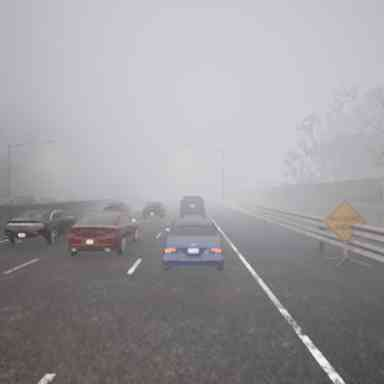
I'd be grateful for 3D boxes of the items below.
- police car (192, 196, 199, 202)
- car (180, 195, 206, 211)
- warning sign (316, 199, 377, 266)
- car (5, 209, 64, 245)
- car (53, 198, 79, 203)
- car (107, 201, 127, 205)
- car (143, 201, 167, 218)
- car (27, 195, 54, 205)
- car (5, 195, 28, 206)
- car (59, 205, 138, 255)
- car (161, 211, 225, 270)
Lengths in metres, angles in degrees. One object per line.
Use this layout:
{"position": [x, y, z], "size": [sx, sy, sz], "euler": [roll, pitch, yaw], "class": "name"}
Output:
{"position": [0.936, 1.784, 89.949], "size": [1.930, 1.638, 5.238], "euler": [0, 0, 0], "class": "police car"}
{"position": [0.048, 1.340, 30.330], "size": [2.150, 2.045, 5.566], "euler": [0, 0, 0], "class": "car"}
{"position": [4.529, 1.154, 9.852], "size": [1.300, 1.860, 1.060], "euler": [-1, -1, 0], "class": "warning sign"}
{"position": [-6.934, 1.555, 15.988], "size": [2.128, 1.511, 4.902], "euler": [0, 0, 0], "class": "car"}
{"position": [-17.638, 1.682, 48.117], "size": [2.128, 1.511, 4.902], "euler": [0, 0, 0], "class": "car"}
{"position": [-6.952, 1.628, 31.259], "size": [1.837, 1.490, 4.892], "euler": [0, 0, 0], "class": "car"}
{"position": [-3.453, 1.628, 31.230], "size": [1.837, 1.490, 4.892], "euler": [0, 0, 0], "class": "car"}
{"position": [-21.136, 1.540, 47.814], "size": [2.097, 1.767, 4.553], "euler": [0, 0, 0], "class": "car"}
{"position": [-24.631, 1.414, 48.081], "size": [2.150, 2.045, 5.566], "euler": [0, -1, 0], "class": "car"}
{"position": [-3.438, 1.532, 13.654], "size": [1.882, 1.535, 5.008], "euler": [0, 0, 0], "class": "car"}
{"position": [0.052, 1.592, 11.213], "size": [2.033, 1.411, 5.357], "euler": [0, 0, 0], "class": "car"}
